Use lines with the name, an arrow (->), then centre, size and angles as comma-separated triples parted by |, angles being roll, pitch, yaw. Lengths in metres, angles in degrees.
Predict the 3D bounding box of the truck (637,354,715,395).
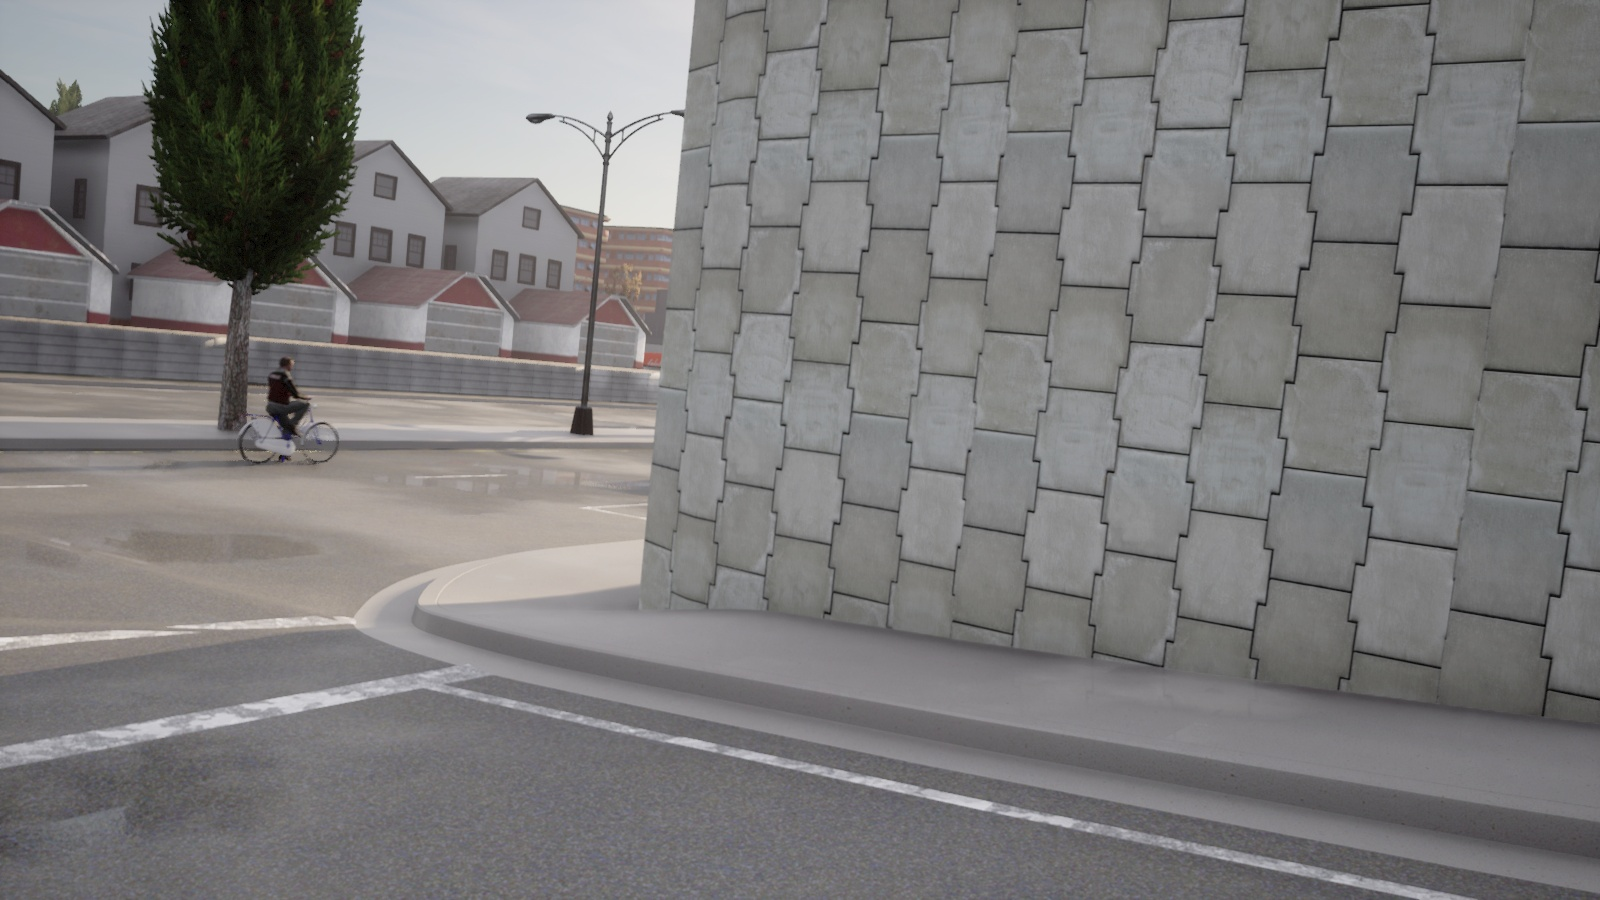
truck -> -8.800, -5.338, 88.844 | 5.204, 2.467, 2.627 | 8, 5, 44

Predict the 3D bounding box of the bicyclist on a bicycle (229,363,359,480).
bicyclist on a bicycle -> -8.185, -0.469, 20.377 | 0.659, 1.776, 1.843 | 7, 5, 32
